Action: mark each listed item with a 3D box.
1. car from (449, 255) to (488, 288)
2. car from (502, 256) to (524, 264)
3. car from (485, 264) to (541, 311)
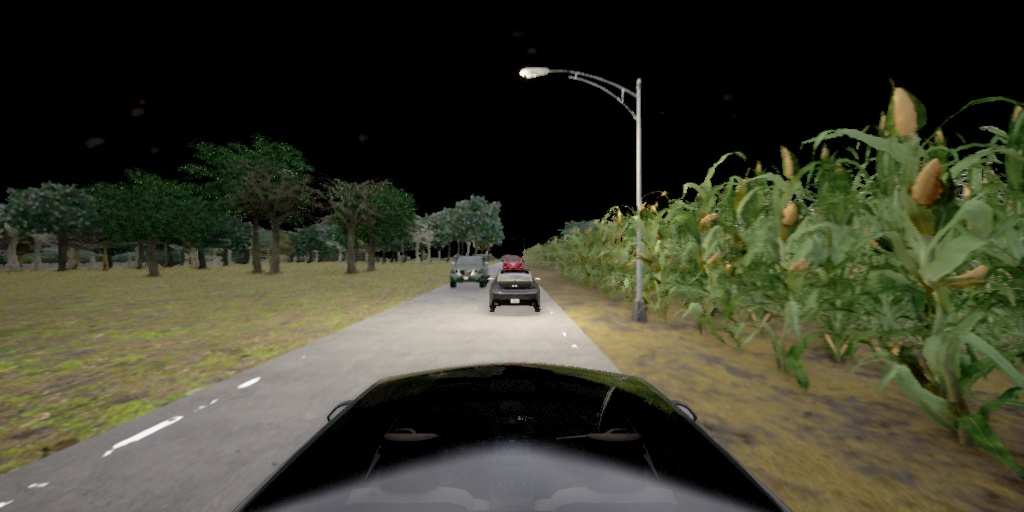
[{"bbox_3d":[-2.751,0.969,24.186,2.150,2.045,5.566,0,0,0],"label":"car"},{"bbox_3d":[0.099,0.999,38.422,2.150,2.045,5.566,0,0,0],"label":"car"},{"bbox_3d":[0.100,1.260,14.434,1.837,1.490,4.892,0,0,0],"label":"car"}]
